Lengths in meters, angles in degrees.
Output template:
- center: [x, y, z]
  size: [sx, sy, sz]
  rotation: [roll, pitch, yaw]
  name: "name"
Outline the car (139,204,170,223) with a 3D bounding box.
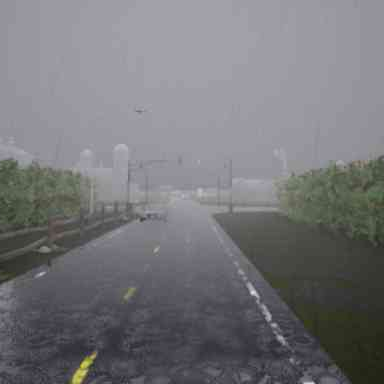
- center: [-2.797, 1.579, 25.517]
  size: [1.994, 1.385, 4.181]
  rotation: [0, 0, 1]
  name: "car"
